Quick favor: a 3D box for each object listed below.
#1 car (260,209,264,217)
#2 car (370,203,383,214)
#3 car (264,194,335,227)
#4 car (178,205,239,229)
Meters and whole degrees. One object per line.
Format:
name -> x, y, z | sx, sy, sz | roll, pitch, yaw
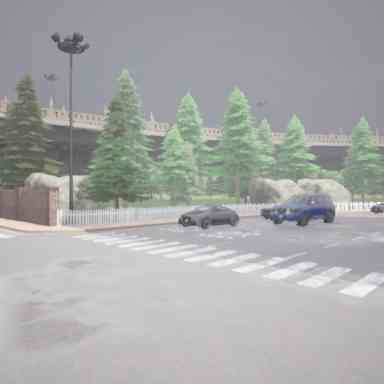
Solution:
car -> 7.763, 1.578, 27.012 | 4.718, 1.301, 1.895 | 0, 0, -35
car -> 19.801, 1.535, 32.712 | 4.181, 1.385, 1.994 | 0, 0, -13
car -> 7.693, 1.193, 22.798 | 5.566, 2.045, 2.150 | 0, 0, -40
car -> 1.130, 1.541, 21.288 | 4.181, 1.385, 1.994 | 0, 0, -43
